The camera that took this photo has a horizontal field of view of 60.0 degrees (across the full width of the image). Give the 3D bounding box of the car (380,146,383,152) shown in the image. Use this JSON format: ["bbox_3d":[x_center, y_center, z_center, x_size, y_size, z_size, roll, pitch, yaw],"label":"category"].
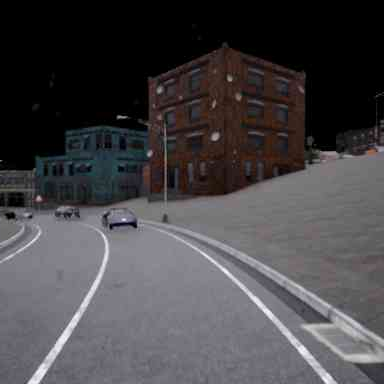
[{"bbox_3d":[24.842,-5.241,39.409,2.185,1.767,4.553,0,1,3],"label":"car"}]

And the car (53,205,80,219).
[{"bbox_3d":[-14.728,2.353,38.939,1.837,1.490,4.892,-2,-1,-39],"label":"car"}]

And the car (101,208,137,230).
[{"bbox_3d":[-5.271,1.838,23.780,1.994,1.385,4.181,-1,-1,-23],"label":"car"}]

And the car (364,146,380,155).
[{"bbox_3d":[25.171,-5.380,44.918,2.185,1.767,4.553,0,1,3],"label":"car"}]

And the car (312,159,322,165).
[{"bbox_3d":[26.488,-5.726,66.934,2.002,1.452,4.674,0,1,3],"label":"car"}]

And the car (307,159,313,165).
[{"bbox_3d":[26.814,-6.132,72.404,2.435,2.045,5.566,0,1,3],"label":"car"}]

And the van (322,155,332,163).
[{"bbox_3d":[26.150,-5.869,61.297,1.878,1.987,4.442,0,1,3],"label":"van"}]

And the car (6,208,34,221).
[{"bbox_3d":[-20.878,2.682,40.226,4.902,1.511,2.128,-4,-1,44],"label":"car"}]

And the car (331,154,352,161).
[{"bbox_3d":[25.828,-5.519,55.915,2.231,1.521,4.892,0,1,3],"label":"car"}]
